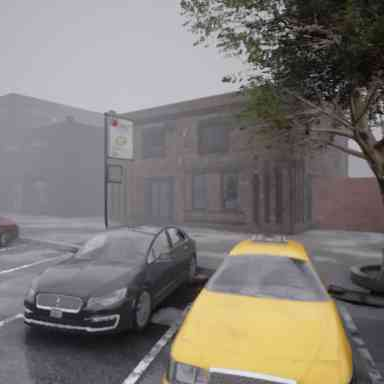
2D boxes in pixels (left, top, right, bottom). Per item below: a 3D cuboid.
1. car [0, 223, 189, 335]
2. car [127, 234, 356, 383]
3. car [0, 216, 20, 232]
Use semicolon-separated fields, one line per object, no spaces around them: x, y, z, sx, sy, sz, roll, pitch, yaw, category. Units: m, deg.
-1.236;1.460;6.991;2.231;1.521;4.892;1;0;16;car
1.148;1.470;5.057;1.946;1.575;5.366;1;0;16;car
-8.546;1.452;12.243;2.002;1.452;4.674;1;0;16;car
